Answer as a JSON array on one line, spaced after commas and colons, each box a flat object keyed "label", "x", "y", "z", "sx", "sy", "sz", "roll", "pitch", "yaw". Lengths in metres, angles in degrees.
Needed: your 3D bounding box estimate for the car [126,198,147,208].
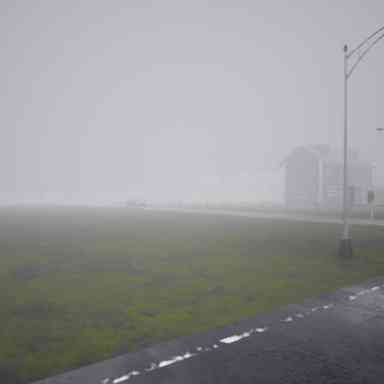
[{"label": "car", "x": -9.443, "y": 1.766, "z": 56.572, "sx": 2.097, "sy": 1.767, "sz": 4.553, "roll": 1, "pitch": -1, "yaw": -36}]
